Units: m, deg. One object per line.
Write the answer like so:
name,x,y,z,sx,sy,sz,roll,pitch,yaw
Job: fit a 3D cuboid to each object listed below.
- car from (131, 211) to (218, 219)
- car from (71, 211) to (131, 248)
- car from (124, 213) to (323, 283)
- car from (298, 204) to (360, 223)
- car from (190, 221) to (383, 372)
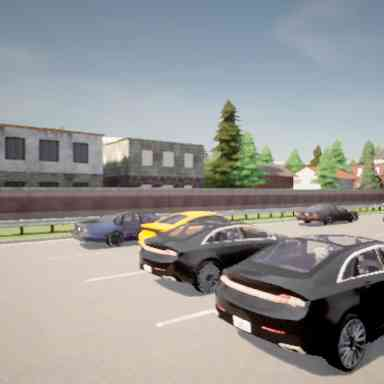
car,0.460,1.474,12.711,5.008,1.535,1.882,0,0,-35
car,-2.508,1.545,14.900,5.357,1.411,2.033,0,0,-35
car,1.001,1.490,8.811,4.902,1.511,2.128,0,0,-35
car,9.695,1.537,23.608,5.357,1.411,2.033,0,0,-35
car,2.628,1.488,5.675,4.902,1.511,2.128,0,0,-35
